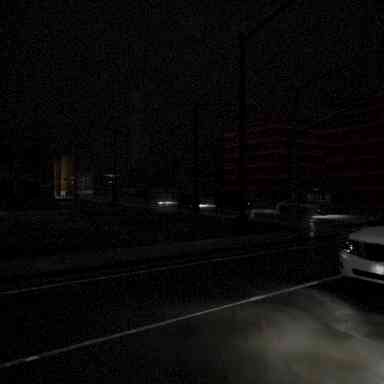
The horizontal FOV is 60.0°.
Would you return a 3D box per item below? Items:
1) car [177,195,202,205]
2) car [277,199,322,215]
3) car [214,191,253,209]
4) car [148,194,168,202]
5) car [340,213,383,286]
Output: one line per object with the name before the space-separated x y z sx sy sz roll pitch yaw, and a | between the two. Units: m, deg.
car | -0.379 1.126 48.481 1.994 1.385 4.181 0 1 -34
car | 10.446 1.393 32.665 1.812 1.442 4.674 0 1 -34
car | 4.972 0.950 40.670 2.150 2.045 5.566 0 1 -35
car | -5.832 0.956 56.465 1.994 1.385 4.181 0 1 -34
car | 6.029 1.221 8.319 5.566 2.045 2.150 0 0 -36
